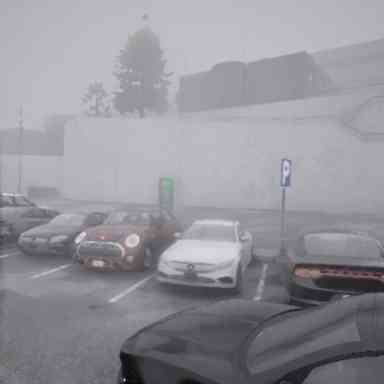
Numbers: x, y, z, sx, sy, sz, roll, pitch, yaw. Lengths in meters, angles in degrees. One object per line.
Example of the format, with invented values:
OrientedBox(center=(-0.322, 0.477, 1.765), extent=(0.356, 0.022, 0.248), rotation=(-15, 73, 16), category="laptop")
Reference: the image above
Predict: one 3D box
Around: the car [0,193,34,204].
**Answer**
OrientedBox(center=(-9.176, 1.063, 16.067), extent=(2.435, 2.045, 5.566), rotation=(1, 0, 15), category="car")

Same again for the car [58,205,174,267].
OrientedBox(center=(-1.839, 1.297, 10.836), extent=(2.185, 1.767, 4.553), rotation=(1, 0, 16), category="car")

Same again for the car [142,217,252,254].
OrientedBox(center=(0.593, 1.490, 9.064), extent=(2.002, 1.452, 4.674), rotation=(1, 0, 16), category="car")

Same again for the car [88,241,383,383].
OrientedBox(center=(1.614, 1.479, 2.226), extent=(5.008, 1.535, 1.882), rotation=(1, 0, 36), category="car")

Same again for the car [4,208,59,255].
OrientedBox(center=(-4.291, 1.434, 12.549), extent=(2.002, 1.452, 4.674), rotation=(1, 0, 16), category="car")

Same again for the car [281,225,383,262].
OrientedBox(center=(3.030, 1.474, 7.313), extent=(2.097, 1.535, 5.008), rotation=(0, 0, 16), category="car")

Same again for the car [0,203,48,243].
OrientedBox(center=(-6.739, 1.384, 14.324), extent=(2.163, 1.488, 4.792), rotation=(1, 0, 15), category="car")
